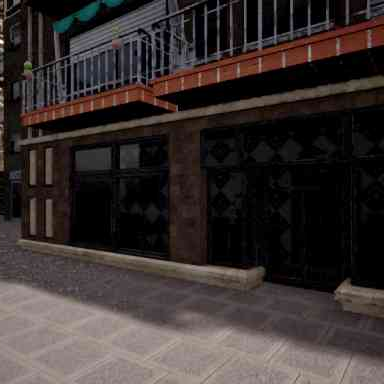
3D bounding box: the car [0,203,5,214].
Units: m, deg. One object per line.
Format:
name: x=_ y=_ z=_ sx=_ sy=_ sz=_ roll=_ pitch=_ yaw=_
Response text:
car: x=-19.409 y=1.320 z=30.057 sx=1.967 sy=1.590 sz=4.097 roll=0 pitch=1 yaw=36
